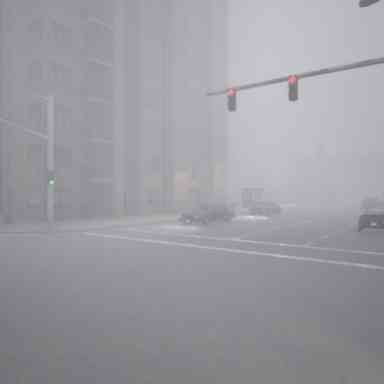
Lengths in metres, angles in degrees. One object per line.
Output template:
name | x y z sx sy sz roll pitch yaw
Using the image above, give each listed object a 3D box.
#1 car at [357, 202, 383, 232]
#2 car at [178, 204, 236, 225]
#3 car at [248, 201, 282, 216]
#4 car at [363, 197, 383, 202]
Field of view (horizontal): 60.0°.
car | 10.990 1.528 19.482 1.812 1.442 4.674 0 0 36
car | 1.268 1.553 24.271 2.033 1.411 5.357 0 0 36
car | 7.114 1.570 32.270 1.994 1.385 4.181 0 0 36
car | 22.256 1.356 40.845 2.097 1.767 4.553 0 0 36
